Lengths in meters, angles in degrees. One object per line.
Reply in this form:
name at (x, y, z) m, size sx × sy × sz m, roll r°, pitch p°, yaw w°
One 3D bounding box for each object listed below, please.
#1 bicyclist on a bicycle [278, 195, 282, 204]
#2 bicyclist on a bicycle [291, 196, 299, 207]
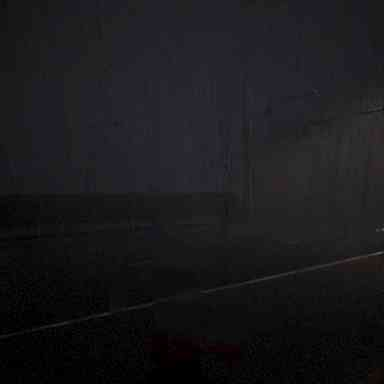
bicyclist on a bicycle at (14.589, 1.252, 55.204) m, size 0.582 × 1.620 × 1.656 m, roll 0°, pitch 0°, yaw 21°
bicyclist on a bicycle at (15.587, 1.407, 50.296) m, size 1.656 × 1.620 × 0.582 m, roll 0°, pitch 0°, yaw -23°
